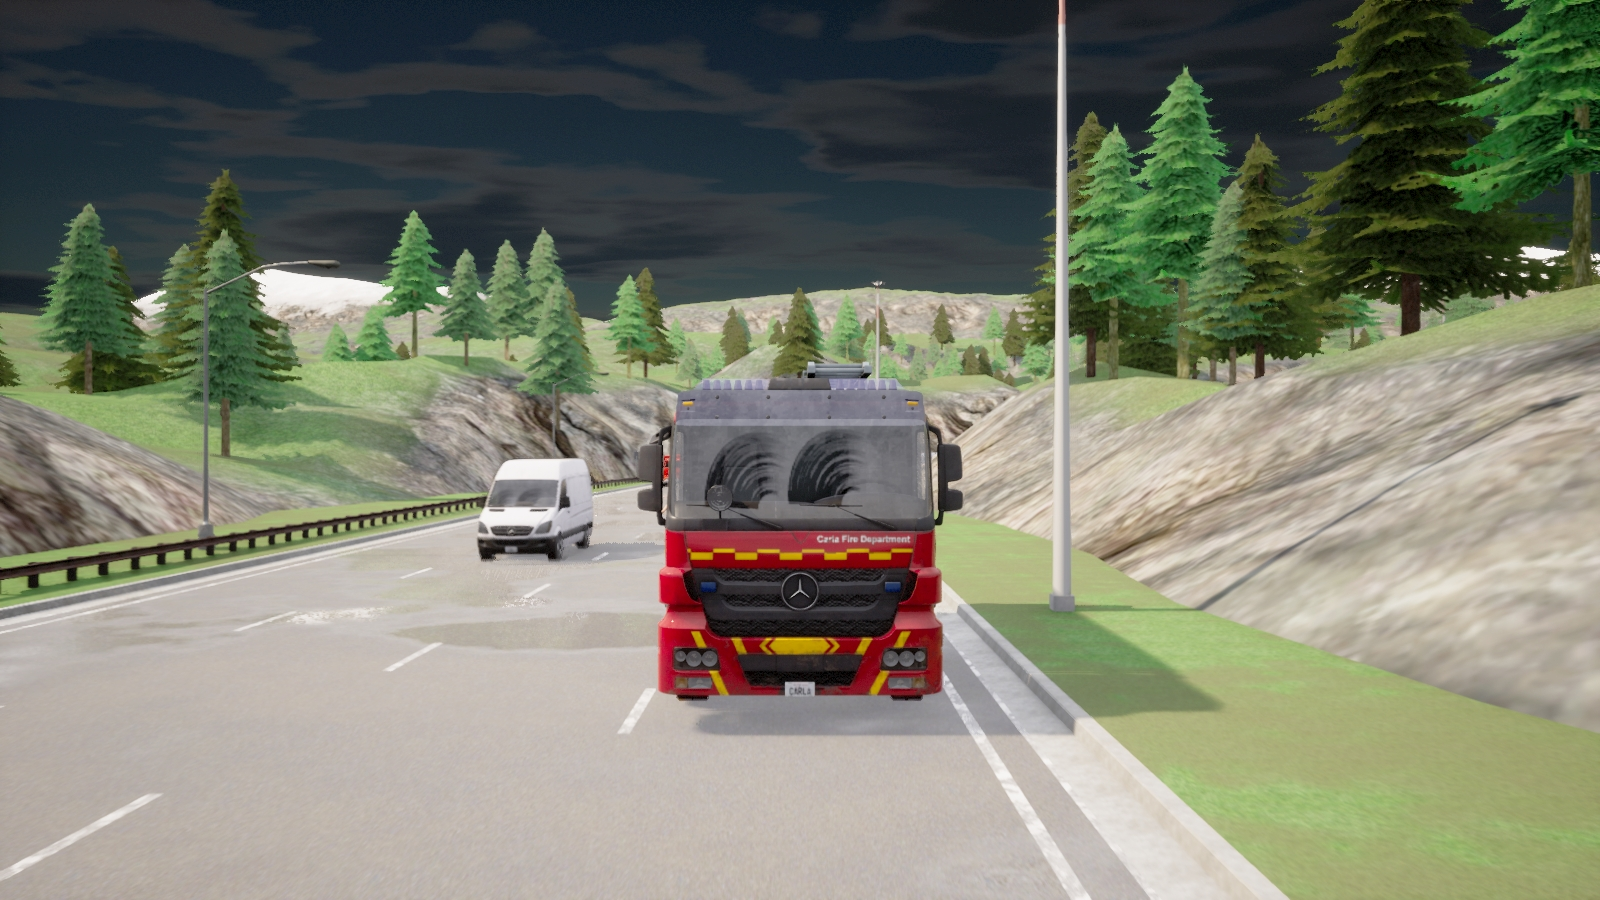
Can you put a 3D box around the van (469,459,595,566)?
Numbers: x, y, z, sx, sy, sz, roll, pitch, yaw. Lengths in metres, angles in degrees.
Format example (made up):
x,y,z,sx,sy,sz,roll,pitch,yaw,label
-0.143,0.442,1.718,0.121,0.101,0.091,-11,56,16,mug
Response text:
x,y,z,sx,sy,sz,roll,pitch,yaw,label
-6.999,1.534,30.558,1.988,2.561,5.915,0,0,0,van

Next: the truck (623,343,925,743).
x,y,z,sx,sy,sz,roll,pitch,yaw,label
-0.250,0.890,15.172,2.891,3.827,8.468,0,0,0,truck
